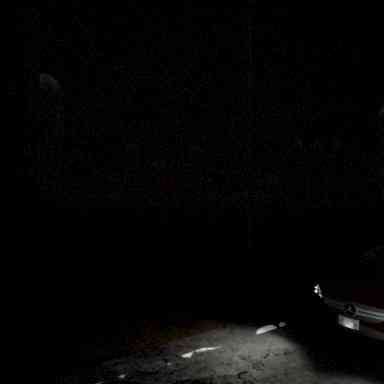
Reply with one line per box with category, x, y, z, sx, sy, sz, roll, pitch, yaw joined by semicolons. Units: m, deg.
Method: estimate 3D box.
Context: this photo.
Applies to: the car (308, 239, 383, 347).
car;4.075;1.572;5.980;4.674;1.442;1.812;1;0;-36
